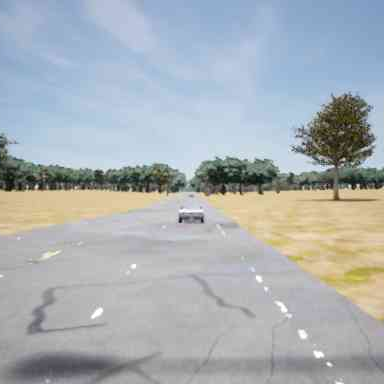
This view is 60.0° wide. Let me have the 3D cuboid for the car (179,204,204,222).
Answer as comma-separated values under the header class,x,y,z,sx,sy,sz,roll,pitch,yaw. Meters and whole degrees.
class,x,y,z,sx,sy,sz,roll,pitch,yaw
car,-0.050,1.583,26.180,1.895,1.301,4.718,0,0,0
